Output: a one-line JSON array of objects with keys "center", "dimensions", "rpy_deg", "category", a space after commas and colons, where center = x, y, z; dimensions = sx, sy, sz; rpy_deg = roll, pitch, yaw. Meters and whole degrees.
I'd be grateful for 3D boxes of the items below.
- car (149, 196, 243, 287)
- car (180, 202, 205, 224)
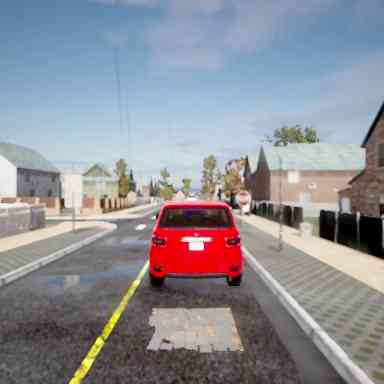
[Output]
[{"center": [0.082, 1.243, 9.562], "dimensions": [2.150, 2.045, 5.566], "rpy_deg": [0, -1, 0], "category": "car"}, {"center": [0.053, 1.617, 26.543], "dimensions": [1.812, 1.442, 4.674], "rpy_deg": [0, 0, 0], "category": "car"}]
